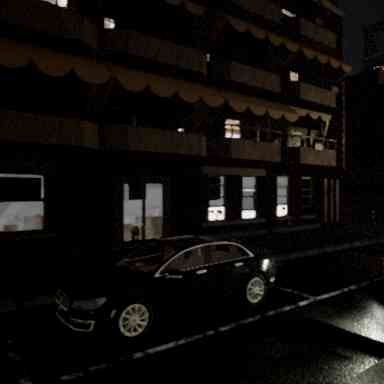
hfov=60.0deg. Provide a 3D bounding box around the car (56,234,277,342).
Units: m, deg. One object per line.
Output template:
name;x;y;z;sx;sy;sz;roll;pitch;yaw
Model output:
car;-0.250;1.545;6.381;4.403;1.369;2.008;0;0;-36
